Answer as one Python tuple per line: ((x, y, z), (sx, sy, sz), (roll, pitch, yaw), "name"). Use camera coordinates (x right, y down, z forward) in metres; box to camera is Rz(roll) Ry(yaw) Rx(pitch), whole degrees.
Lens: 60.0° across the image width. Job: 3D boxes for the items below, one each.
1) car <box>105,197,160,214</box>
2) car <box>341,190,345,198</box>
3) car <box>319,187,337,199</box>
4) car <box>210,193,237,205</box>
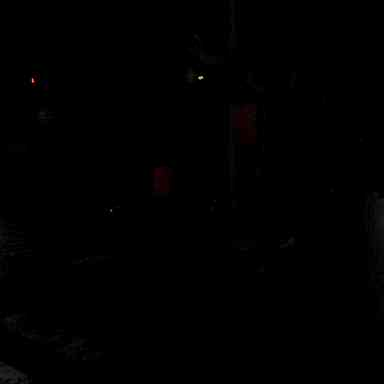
((-5.149, 1.130, 29.597), (2.033, 1.411, 5.357), (0, 1, 35), "car")
((28.202, 0.379, 60.027), (1.837, 1.490, 4.892), (0, 1, 34), "car")
((24.951, 0.106, 61.056), (2.150, 2.045, 5.566), (0, 1, 35), "car")
((4.083, 0.870, 42.798), (1.994, 1.385, 4.181), (0, 1, 36), "car")
